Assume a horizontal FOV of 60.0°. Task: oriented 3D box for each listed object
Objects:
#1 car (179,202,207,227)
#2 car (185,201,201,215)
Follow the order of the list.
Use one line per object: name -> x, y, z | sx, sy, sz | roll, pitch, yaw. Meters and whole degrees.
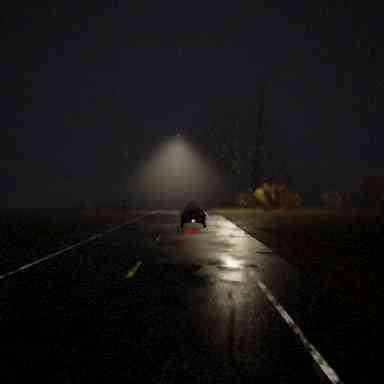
car -> 0.088, 1.776, 25.472 | 1.837, 1.490, 4.892 | 0, 0, 0
car -> 0.080, 1.920, 41.445 | 1.882, 1.535, 5.008 | 0, -1, 0
